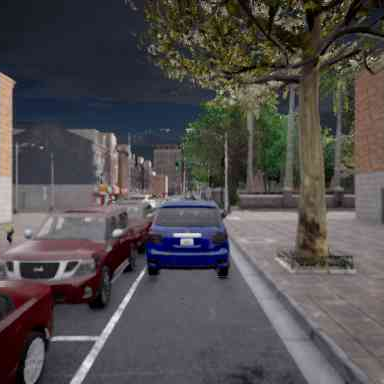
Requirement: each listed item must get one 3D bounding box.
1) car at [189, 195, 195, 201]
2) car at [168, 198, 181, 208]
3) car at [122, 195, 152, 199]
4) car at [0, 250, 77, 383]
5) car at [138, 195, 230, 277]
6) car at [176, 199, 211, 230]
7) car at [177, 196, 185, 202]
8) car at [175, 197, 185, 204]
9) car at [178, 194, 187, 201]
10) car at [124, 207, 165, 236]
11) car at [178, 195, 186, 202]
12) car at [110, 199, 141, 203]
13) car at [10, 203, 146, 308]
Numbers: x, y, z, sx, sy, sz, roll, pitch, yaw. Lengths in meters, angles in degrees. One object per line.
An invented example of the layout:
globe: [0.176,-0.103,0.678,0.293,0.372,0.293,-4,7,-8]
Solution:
car: [-0.014,1.667,92.265,1.812,1.442,4.674,0,0,0]
car: [-2.660,1.693,51.741,1.752,1.417,4.829,0,0,0]
car: [-7.150,1.383,39.727,5.566,2.045,2.150,0,-1,12]
car: [-2.638,1.552,2.522,1.887,1.381,4.507,0,0,0]
car: [-0.068,1.255,10.504,2.150,2.045,5.566,0,0,1]
car: [0.095,1.421,22.493,2.097,1.767,4.553,0,0,0]
car: [-2.661,1.719,83.530,1.967,1.590,4.097,0,0,0]
car: [-2.662,1.792,72.990,2.008,1.369,4.403,0,0,0]
car: [-2.660,1.632,94.072,2.192,1.841,5.009,0,0,0]
car: [-2.640,1.640,19.357,1.802,1.307,4.206,0,0,0]
car: [-2.660,1.738,88.801,1.967,1.590,4.097,0,0,0]
car: [-2.639,1.356,13.746,2.192,1.841,5.009,0,0,0]
car: [-2.638,1.339,8.134,2.192,1.841,5.009,0,0,0]
